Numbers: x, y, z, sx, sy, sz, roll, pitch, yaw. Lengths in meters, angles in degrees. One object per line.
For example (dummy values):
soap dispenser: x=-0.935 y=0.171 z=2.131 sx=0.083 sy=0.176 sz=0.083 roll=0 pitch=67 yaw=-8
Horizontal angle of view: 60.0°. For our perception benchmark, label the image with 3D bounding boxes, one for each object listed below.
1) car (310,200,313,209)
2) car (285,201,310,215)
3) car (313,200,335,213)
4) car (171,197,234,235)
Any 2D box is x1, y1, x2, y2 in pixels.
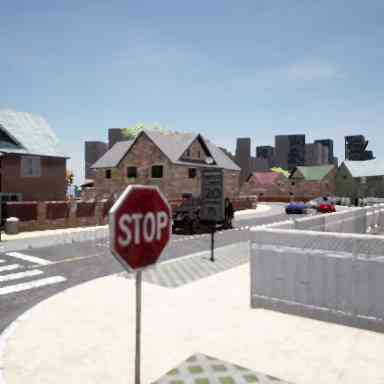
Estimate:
car: x=18.375 y=1.809 z=49.768 sx=1.895 sy=1.301 sz=4.718 roll=1 pitch=0 yaw=7
car: x=11.473 y=1.732 z=36.562 sx=1.895 sy=1.301 sz=4.718 roll=1 pitch=0 yaw=25
car: x=16.004 y=1.747 z=40.000 sx=1.994 sy=1.385 sz=4.181 roll=1 pitch=0 yaw=19
car: x=0.530 y=1.323 z=20.424 sx=2.150 sy=2.045 sz=5.566 roll=1 pitch=1 yaw=37
